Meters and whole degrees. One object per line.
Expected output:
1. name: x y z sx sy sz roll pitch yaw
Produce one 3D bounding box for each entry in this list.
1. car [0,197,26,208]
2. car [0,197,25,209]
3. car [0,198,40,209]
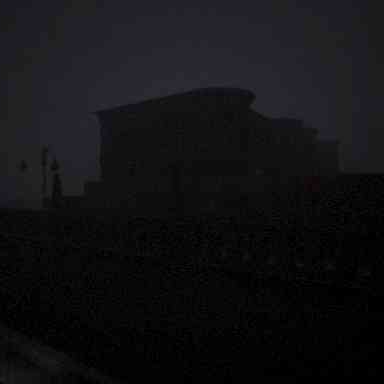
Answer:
1. car: -27.229 1.546 49.219 1.994 1.385 4.181 0 0 36
2. car: -25.616 1.510 45.513 1.812 1.442 4.674 0 0 36
3. car: -22.771 1.533 43.485 2.033 1.411 5.357 0 0 36
